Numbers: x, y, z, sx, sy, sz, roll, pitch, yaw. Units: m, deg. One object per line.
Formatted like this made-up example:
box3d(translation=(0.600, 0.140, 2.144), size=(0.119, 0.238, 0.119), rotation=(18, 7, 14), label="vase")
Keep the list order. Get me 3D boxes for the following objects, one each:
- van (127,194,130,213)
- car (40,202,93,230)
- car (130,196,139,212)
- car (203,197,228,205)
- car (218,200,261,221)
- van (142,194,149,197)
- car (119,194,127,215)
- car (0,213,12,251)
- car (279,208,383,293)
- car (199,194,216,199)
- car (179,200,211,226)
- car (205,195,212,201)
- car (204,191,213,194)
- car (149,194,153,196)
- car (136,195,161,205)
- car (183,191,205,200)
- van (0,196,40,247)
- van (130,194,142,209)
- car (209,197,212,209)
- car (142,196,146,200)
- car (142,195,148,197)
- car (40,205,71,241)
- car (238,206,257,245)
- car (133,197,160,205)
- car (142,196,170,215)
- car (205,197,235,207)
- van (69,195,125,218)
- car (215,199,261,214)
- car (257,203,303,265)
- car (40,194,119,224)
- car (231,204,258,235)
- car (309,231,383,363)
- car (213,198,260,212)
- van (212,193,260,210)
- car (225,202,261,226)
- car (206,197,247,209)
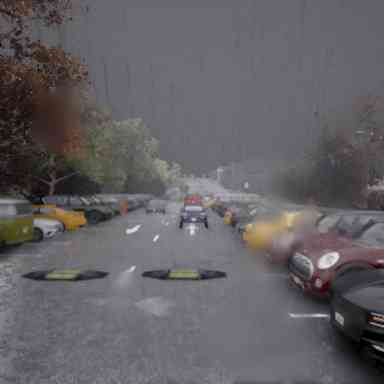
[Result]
box3d(translation=(-8.650, 1.255, 32.460), size=(4.442, 1.987, 1.878), rotation=(0, 0, 0), label="van")
box3d(translation=(-8.531, 1.481, 18.609), size=(5.008, 1.535, 2.097), rotation=(0, 0, 0), label="car")
box3d(translation=(-8.538, 1.481, 35.230), size=(5.008, 1.535, 2.097), rotation=(0, 0, 0), label="car")
box3d(translation=(4.582, 1.714, 65.687), size=(4.792, 1.488, 2.163), rotation=(0, 0, 0), label="car")
box3d(translation=(4.574, 1.510, 24.056), size=(4.792, 1.488, 2.163), rotation=(0, 0, 0), label="car")
box3d(translation=(-8.647, 1.293, 46.180), size=(4.442, 1.987, 1.878), rotation=(0, 0, 0), label="van")
box3d(translation=(-8.507, 1.230, 26.920), size=(5.566, 2.045, 2.435), rotation=(0, 0, 0), label="car")
box3d(translation=(-8.536, 1.522, 10.299), size=(4.674, 1.452, 2.002), rotation=(0, 0, 0), label="car")
box3d(translation=(4.572, 1.356, 7.399), size=(4.553, 1.767, 2.185), rotation=(0, 0, 0), label="car")
box3d(translation=(4.325, 1.187, 95.503), size=(4.792, 1.488, 2.163), rotation=(0, 0, 0), label="car")
box3d(translation=(0.105, 1.526, 23.005), size=(1.812, 1.442, 4.674), rotation=(0, 0, 0), label="car")
box3d(translation=(4.363, 1.498, 43.482), size=(5.366, 1.575, 1.946), rotation=(0, 0, 0), label="car")
box3d(translation=(4.524, 1.386, 60.138), size=(5.566, 2.045, 2.435), rotation=(0, 0, 0), label="car")
box3d(translation=(-8.558, 1.314, 51.844), size=(5.566, 2.045, 2.435), rotation=(0, -1, 0), label="car")
box3d(translation=(-8.558, 1.559, 65.568), size=(4.553, 1.767, 2.185), rotation=(0, 0, 0), label="car")
box3d(translation=(0.110, 1.230, 40.377), size=(2.150, 2.045, 5.566), rotation=(0, 0, 0), label="car")
box3d(translation=(-8.654, 1.256, 12.943), size=(4.442, 1.987, 1.878), rotation=(0, 0, 0), label="van")
box3d(translation=(-8.424, 1.258, 38.016), size=(4.442, 1.987, 1.878), rotation=(0, 0, 0), label="van")
box3d(translation=(4.517, 1.510, 35.162), size=(4.792, 1.488, 2.163), rotation=(0, 0, 0), label="car")
box3d(translation=(-8.561, 1.519, 40.768), size=(4.792, 1.488, 2.163), rotation=(0, 0, 0), label="car")
box3d(translation=(-8.560, 1.531, 43.407), size=(4.792, 1.488, 2.163), rotation=(0, 0, 0), label="car")
box3d(translation=(-8.540, 1.522, 15.714), size=(4.674, 1.452, 2.002), rotation=(0, 0, 0), label="car")
box3d(translation=(4.728, 1.478, 12.952), size=(5.366, 1.575, 1.946), rotation=(0, 0, 0), label="car")
box3d(translation=(-8.498, 1.691, 62.921), size=(4.792, 1.488, 2.163), rotation=(0, 0, 0), label="car")
box3d(translation=(-3.588, 1.505, 34.235), size=(1.837, 1.490, 4.892), rotation=(0, 0, 0), label="car")
box3d(translation=(4.545, 1.590, 54.583), size=(4.892, 1.521, 2.231), rotation=(0, 0, 0), label="car")
box3d(translation=(-8.417, 1.255, 29.690), size=(4.442, 1.987, 1.878), rotation=(0, 0, 0), label="van")
box3d(translation=(4.574, 1.510, 26.833), size=(4.792, 1.488, 2.163), rotation=(0, 0, 0), label="car")
box3d(translation=(4.573, 1.355, 10.175), size=(4.553, 1.767, 2.185), rotation=(0, 0, 0), label="car")
box3d(translation=(-8.507, 1.230, 24.150), size=(5.566, 2.045, 2.435), rotation=(0, 0, 0), label="car")
box3d(translation=(4.549, 1.482, 15.728), size=(4.892, 1.521, 2.231), rotation=(0, 0, 0), label="car")
box3d(translation=(4.546, 1.481, 4.623), size=(5.008, 1.535, 2.097), rotation=(0, 0, 0), label="car")
box3d(translation=(4.575, 1.510, 29.609), size=(4.792, 1.488, 2.163), rotation=(0, 0, 0), label="car")
box3d(translation=(4.430, 1.254, 32.385), size=(4.442, 1.987, 1.878), rotation=(0, 0, 0), label="van")
box3d(translation=(4.537, 1.482, 18.504), size=(4.892, 1.521, 2.231), rotation=(0, 0, 0), label="car")
box3d(translation=(4.734, 1.515, 46.134), size=(5.366, 1.575, 1.946), rotation=(0, -1, 0), label="car")
